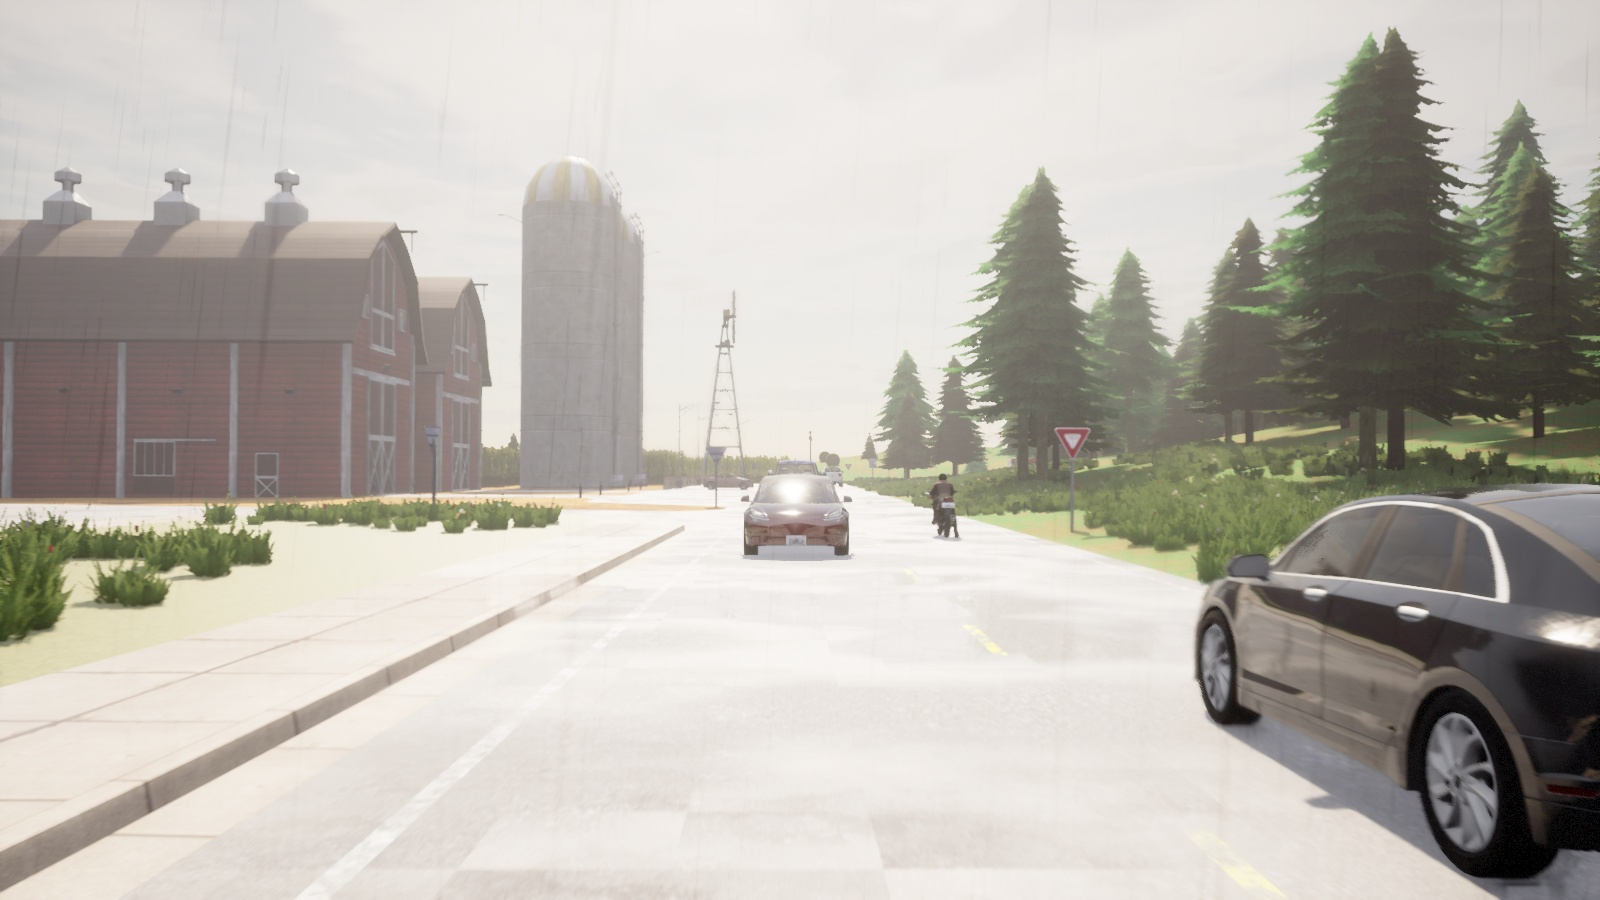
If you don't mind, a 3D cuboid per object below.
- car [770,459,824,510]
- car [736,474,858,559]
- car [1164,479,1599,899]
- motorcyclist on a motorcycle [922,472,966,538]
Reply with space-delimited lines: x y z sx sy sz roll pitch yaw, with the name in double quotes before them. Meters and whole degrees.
"car" -0.130 1.426 53.281 2.150 2.045 5.566 0 -1 0
"car" -0.060 1.228 24.714 2.163 1.488 4.792 0 -1 0
"car" 3.484 0.912 6.377 1.837 1.490 4.892 0 -1 0
"motorcyclist on a motorcycle" 3.427 1.286 30.013 0.797 1.523 2.044 0 -1 0
